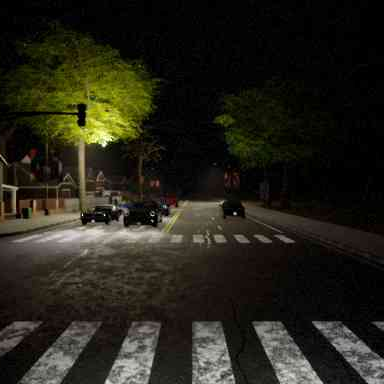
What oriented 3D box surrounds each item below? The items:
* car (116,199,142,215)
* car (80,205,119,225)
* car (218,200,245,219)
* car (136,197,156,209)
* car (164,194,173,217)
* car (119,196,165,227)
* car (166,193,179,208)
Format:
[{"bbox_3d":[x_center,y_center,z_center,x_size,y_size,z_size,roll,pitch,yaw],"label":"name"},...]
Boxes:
[{"bbox_3d":[-6.415,1.517,34.211,1.812,1.442,4.674,0,0,0],"label":"car"},{"bbox_3d":[-6.477,1.593,24.040,1.895,1.301,4.718,0,0,0],"label":"car"},{"bbox_3d":[3.495,1.496,29.343,1.837,1.490,4.892,0,0,0],"label":"car"},{"bbox_3d":[-6.352,1.486,46.607,2.128,1.511,4.902,0,0,0],"label":"car"},{"bbox_3d":[-3.190,1.345,31.402,2.097,1.767,4.553,0,0,0],"label":"car"},{"bbox_3d":[-3.235,1.345,22.542,2.097,1.767,4.553,0,0,0],"label":"car"},{"bbox_3d":[-3.097,1.216,47.725,2.150,2.045,5.566,0,0,1],"label":"car"}]
